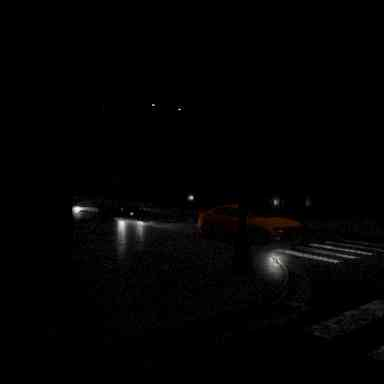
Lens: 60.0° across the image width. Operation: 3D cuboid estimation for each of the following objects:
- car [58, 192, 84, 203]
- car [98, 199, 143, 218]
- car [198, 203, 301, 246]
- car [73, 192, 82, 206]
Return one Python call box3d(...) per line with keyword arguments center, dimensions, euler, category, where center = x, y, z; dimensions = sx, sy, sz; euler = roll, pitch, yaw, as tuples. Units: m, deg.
box3d(center=(-17.187, 0.711, 47.125), dimensions=(2.033, 1.411, 5.357), euler=(0, 1, -35), category="car")
box3d(center=(-5.561, 1.206, 25.497), dimensions=(1.895, 1.301, 4.718), euler=(0, 1, -35), category="car")
box3d(center=(2.337, 1.298, 14.598), dimensions=(1.882, 1.535, 5.008), euler=(0, 1, -39), category="car")
box3d(center=(-14.519, 0.940, 38.253), dimensions=(1.895, 1.301, 4.718), euler=(0, 1, -35), category="car")
